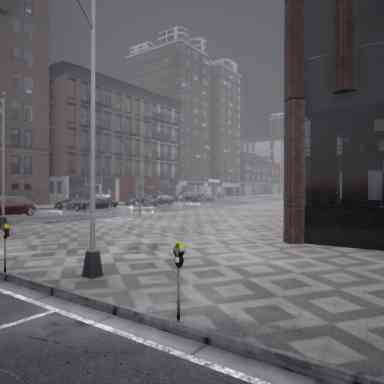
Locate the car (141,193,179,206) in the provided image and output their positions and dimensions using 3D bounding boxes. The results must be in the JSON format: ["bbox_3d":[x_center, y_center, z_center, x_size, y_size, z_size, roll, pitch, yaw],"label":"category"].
[{"bbox_3d":[-4.183,1.032,42.515,1.812,1.442,4.674,0,1,36],"label":"car"}]

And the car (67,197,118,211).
[{"bbox_3d":[-10.019,1.246,34.403,1.895,1.301,4.718,0,1,36],"label":"car"}]

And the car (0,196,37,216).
[{"bbox_3d":[-15.265,1.124,27.106,2.097,1.767,4.553,0,1,36],"label":"car"}]

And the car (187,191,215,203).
[{"bbox_3d":[1.659,0.935,50.585,1.994,1.385,4.181,0,1,36],"label":"car"}]

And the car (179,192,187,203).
[{"bbox_3d":[-1.260,0.715,52.096,2.097,1.767,4.553,0,1,36],"label":"car"}]

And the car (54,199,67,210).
[{"bbox_3d":[-12.742,1.194,36.215,1.994,1.385,4.181,0,1,34],"label":"car"}]

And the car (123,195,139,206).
[{"bbox_3d":[-6.951,0.998,44.228,1.837,1.490,4.892,0,1,36],"label":"car"}]
